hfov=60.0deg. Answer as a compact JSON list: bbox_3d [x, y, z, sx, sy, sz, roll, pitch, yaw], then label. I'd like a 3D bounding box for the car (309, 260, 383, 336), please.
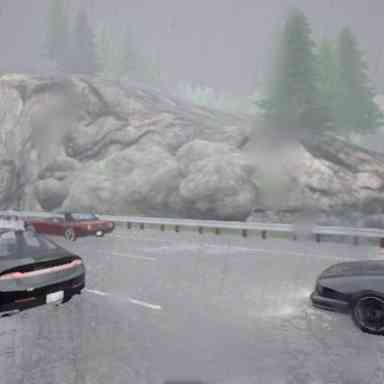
[{"bbox_3d":[4.663,1.531,4.913,5.357,1.411,2.033,0,0,36],"label":"car"}]

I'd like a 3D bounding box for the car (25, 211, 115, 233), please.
[{"bbox_3d":[-6.076,1.573,16.136,4.718,1.301,1.895,0,0,31],"label":"car"}]

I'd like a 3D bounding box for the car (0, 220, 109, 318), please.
[{"bbox_3d":[-4.249,1.482,6.713,4.902,1.511,2.128,0,0,33],"label":"car"}]
